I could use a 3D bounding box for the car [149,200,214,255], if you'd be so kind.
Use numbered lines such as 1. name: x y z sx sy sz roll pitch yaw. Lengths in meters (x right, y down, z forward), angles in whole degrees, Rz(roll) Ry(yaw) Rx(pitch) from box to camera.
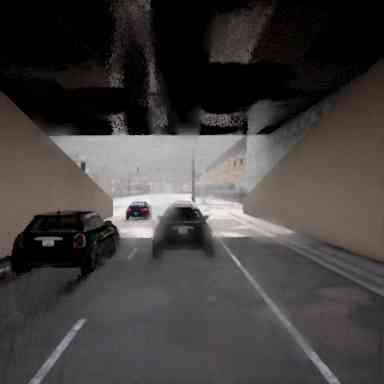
1. car: -0.359 1.321 13.259 2.097 1.767 4.553 0 0 -2

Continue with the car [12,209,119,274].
1. car: -3.785 1.347 10.786 2.097 1.767 4.553 0 0 -1

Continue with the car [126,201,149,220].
1. car: -4.328 1.481 27.548 1.812 1.442 4.674 0 0 -2

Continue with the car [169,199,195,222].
1. car: -0.811 1.414 27.122 1.882 1.535 5.008 0 0 -2
